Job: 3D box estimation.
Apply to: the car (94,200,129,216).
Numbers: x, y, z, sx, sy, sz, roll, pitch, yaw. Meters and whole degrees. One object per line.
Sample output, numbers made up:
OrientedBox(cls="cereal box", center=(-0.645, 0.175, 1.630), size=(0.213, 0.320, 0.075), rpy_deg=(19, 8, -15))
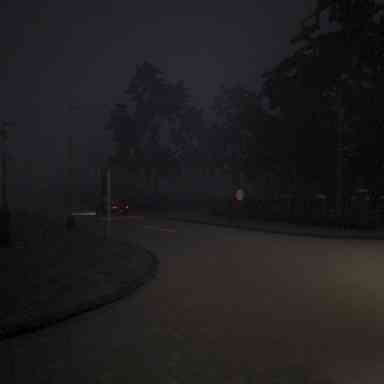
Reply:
OrientedBox(cls="car", center=(-7.515, 1.482, 31.190), size=(1.812, 1.442, 4.674), rpy_deg=(0, 0, -35))
